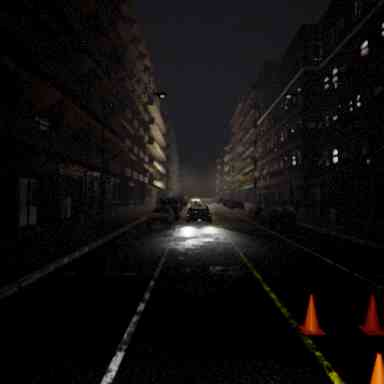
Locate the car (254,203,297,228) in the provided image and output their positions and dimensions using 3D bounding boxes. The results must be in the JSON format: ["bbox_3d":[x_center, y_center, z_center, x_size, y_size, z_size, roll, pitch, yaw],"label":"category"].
[{"bbox_3d":[5.837,1.615,22.893,1.887,1.381,4.507,2,0,0],"label":"car"}]

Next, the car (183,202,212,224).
[{"bbox_3d":[0.518,1.644,25.057,1.895,1.301,4.718,0,0,0],"label":"car"}]

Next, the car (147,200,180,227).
[{"bbox_3d":[-2.043,1.550,22.841,1.752,1.417,4.829,2,0,0],"label":"car"}]

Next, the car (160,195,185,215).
[{"bbox_3d":[-1.997,1.351,28.543,2.192,1.841,5.009,2,0,0],"label":"car"}]

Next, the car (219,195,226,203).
[{"bbox_3d":[6.076,1.608,56.078,1.967,1.590,4.097,2,0,0],"label":"car"}]

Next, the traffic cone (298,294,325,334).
[{"bbox_3d":[1.961,1.973,5.461,0.340,0.580,0.340,0,0,0],"label":"traffic cone"}]

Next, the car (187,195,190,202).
[{"bbox_3d":[-1.807,1.437,56.193,2.192,1.841,5.009,2,0,0],"label":"car"}]

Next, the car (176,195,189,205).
[{"bbox_3d":[-1.769,1.458,61.723,2.192,1.841,5.009,2,0,0],"label":"car"}]

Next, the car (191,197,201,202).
[{"bbox_3d":[0.807,1.705,67.072,1.812,1.442,4.674,0,0,0],"label":"car"}]

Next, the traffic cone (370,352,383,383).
[{"bbox_3d":[1.948,1.971,3.460,0.340,0.580,0.340,0,0,0],"label":"traffic cone"}]

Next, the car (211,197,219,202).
[{"bbox_3d":[6.258,1.904,89.264,1.802,1.307,4.206,2,0,0],"label":"car"}]

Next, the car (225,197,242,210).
[{"bbox_3d":[5.990,1.673,45.016,1.887,1.381,4.507,2,0,0],"label":"car"}]

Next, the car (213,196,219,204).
[{"bbox_3d":[6.114,1.527,67.140,2.192,1.841,5.009,2,0,0],"label":"car"}]

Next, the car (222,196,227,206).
[{"bbox_3d":[6.028,1.692,50.546,1.887,1.381,4.507,2,0,0],"label":"car"}]

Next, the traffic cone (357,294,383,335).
[{"bbox_3d":[2.961,1.979,5.454,0.340,0.580,0.340,0,0,0],"label":"traffic cone"}]

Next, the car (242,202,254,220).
[{"bbox_3d":[5.875,1.633,28.425,2.008,1.369,4.403,2,0,0],"label":"car"}]

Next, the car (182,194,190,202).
[{"bbox_3d":[-1.580,1.591,89.375,2.192,1.841,5.009,2,0,0],"label":"car"}]
